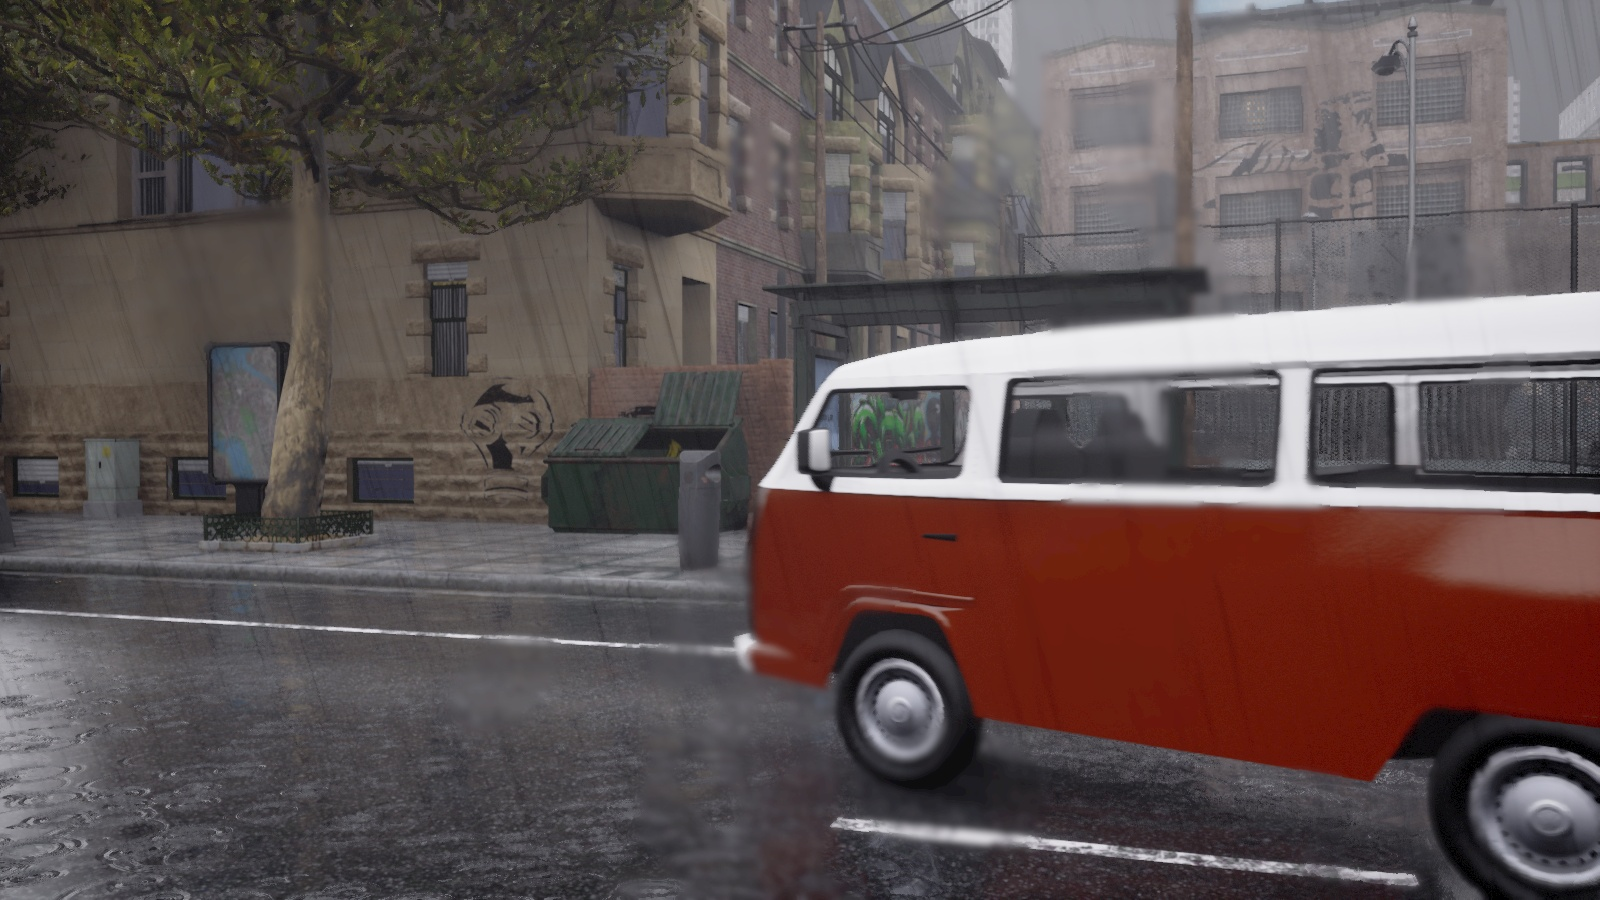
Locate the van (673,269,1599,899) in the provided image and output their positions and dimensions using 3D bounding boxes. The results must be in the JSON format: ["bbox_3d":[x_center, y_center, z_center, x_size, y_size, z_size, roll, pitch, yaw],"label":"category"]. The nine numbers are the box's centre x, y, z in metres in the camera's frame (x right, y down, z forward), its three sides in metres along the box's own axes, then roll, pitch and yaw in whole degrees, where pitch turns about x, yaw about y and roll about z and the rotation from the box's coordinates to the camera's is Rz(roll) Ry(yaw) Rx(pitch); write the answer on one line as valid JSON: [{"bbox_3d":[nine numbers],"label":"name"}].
[{"bbox_3d":[1.789,0.471,5.381,4.480,2.038,2.069,1,1,39],"label":"van"}]
